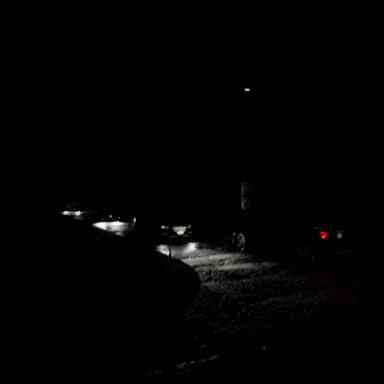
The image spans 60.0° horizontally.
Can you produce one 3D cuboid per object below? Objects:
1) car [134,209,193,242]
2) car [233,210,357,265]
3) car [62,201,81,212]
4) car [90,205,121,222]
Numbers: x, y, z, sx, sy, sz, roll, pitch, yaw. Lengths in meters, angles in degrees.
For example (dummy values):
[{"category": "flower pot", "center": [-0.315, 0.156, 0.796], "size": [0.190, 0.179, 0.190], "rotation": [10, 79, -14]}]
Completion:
[{"category": "car", "center": [-1.674, 1.679, 17.962], "size": [2.128, 1.511, 4.902], "rotation": [0, 0, -28]}, {"category": "car", "center": [3.613, 1.456, 12.567], "size": [2.097, 1.767, 4.553], "rotation": [1, -1, -35]}, {"category": "car", "center": [-16.794, 1.962, 46.371], "size": [1.812, 1.442, 4.674], "rotation": [0, 0, -28]}, {"category": "car", "center": [-7.656, 1.849, 29.305], "size": [1.994, 1.385, 4.181], "rotation": [0, 0, -28]}]
